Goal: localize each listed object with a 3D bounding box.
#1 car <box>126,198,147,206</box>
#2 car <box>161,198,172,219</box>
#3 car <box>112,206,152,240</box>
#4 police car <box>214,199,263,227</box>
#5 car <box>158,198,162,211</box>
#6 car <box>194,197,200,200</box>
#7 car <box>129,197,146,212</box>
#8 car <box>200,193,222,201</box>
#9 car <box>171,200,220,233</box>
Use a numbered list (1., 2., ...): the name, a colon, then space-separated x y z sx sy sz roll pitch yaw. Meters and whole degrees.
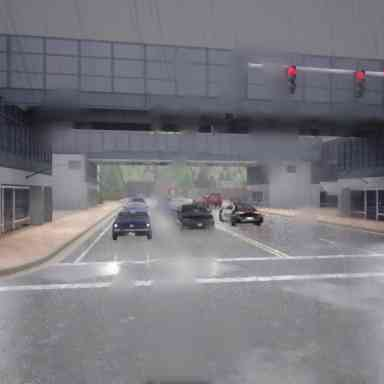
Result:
1. car: -4.454 1.478 26.447 1.882 1.535 5.008 0 0 -9
2. car: -1.375 1.478 29.470 1.882 1.535 5.008 0 0 -9
3. car: -3.034 1.601 17.159 1.895 1.301 4.718 0 0 -9
4. police car: 3.248 1.509 23.273 2.038 1.542 4.974 0 0 -9
5. car: -3.157 1.503 41.237 1.837 1.490 4.892 0 0 -9
6. car: 1.300 1.564 58.951 1.994 1.385 4.181 0 0 -9
7. car: -6.620 1.478 40.738 1.882 1.535 5.008 0 1 -8
8. car: 2.939 1.221 48.519 2.150 2.045 5.566 0 0 -6
9. car: 0.044 1.478 20.174 1.882 1.535 5.008 0 0 -9
